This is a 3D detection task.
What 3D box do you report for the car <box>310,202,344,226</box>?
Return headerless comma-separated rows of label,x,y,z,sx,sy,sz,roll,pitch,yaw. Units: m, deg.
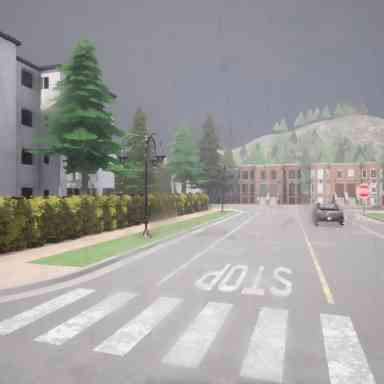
car,9.460,1.485,23.524,2.128,1.511,4.902,0,0,17
